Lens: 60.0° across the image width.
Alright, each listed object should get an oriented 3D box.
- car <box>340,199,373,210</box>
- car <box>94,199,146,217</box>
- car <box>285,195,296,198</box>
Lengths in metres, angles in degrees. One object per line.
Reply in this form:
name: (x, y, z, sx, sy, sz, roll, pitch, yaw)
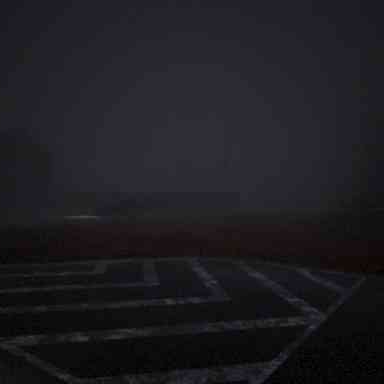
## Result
car: (21.631, 1.594, 43.783, 4.674, 1.442, 1.812, 1, 0, -22)
car: (-6.681, 1.442, 31.147, 4.892, 1.490, 1.837, 0, 0, -38)
car: (26.434, 1.623, 89.435, 2.242, 1.667, 4.611, 0, 0, 35)
